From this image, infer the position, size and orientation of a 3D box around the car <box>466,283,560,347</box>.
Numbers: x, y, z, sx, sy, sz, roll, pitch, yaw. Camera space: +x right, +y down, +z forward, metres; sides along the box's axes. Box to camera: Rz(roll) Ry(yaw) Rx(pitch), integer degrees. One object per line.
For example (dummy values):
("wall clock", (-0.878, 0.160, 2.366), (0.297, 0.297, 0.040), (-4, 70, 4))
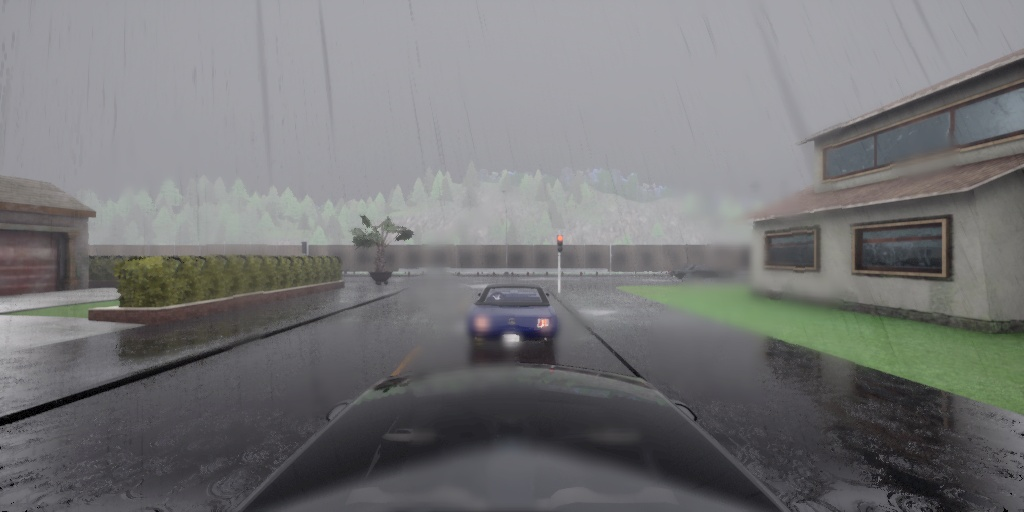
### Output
("car", (0.042, 1.350, 9.295), (1.895, 1.301, 4.718), (0, 0, 1))

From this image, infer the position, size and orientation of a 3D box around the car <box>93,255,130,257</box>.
("car", (-31.042, 0.970, 28.786), (5.566, 2.045, 2.150), (0, 0, 0))

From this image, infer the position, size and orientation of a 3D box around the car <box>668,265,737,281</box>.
("car", (15.359, 1.349, 29.024), (4.718, 1.301, 1.895), (0, 0, 2))
